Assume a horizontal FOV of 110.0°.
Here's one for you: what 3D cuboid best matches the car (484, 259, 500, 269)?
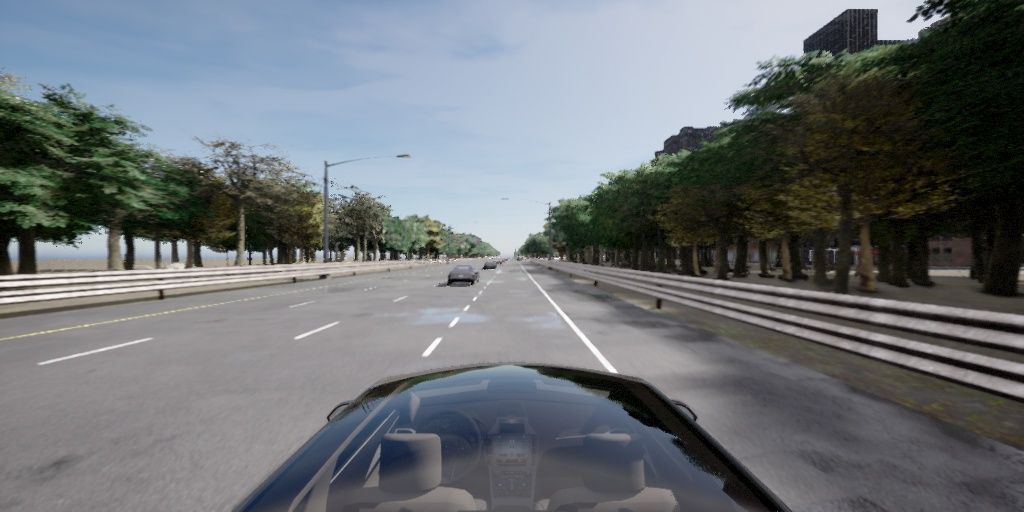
[{"bbox_3d":[-3.365,1.368,56.485,1.994,1.385,4.181,0,0,0],"label":"car"}]

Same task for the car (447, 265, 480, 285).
[{"bbox_3d":[-3.474,1.336,26.324,1.994,1.385,4.181,0,0,0],"label":"car"}]
